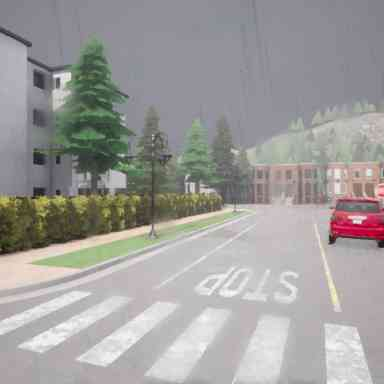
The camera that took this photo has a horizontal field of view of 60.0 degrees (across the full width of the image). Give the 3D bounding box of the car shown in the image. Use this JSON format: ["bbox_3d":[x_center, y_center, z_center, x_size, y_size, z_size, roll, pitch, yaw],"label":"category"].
[{"bbox_3d":[7.549,1.260,15.343,2.150,2.045,5.566,2,0,25],"label":"car"}]
